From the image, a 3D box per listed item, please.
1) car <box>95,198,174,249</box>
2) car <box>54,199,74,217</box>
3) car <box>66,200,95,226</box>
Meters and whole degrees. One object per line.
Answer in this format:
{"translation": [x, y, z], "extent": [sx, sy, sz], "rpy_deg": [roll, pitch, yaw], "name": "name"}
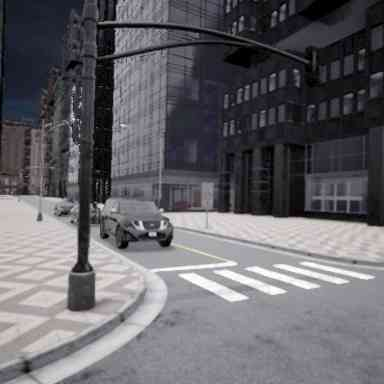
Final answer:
{"translation": [-2.730, 1.302, 15.371], "extent": [2.150, 2.045, 5.566], "rpy_deg": [2, -1, -26], "name": "car"}
{"translation": [-12.672, 1.694, 33.406], "extent": [2.033, 1.411, 5.357], "rpy_deg": [2, -1, -29], "name": "car"}
{"translation": [-7.611, 1.620, 24.205], "extent": [1.837, 1.490, 4.892], "rpy_deg": [2, -1, -29], "name": "car"}
